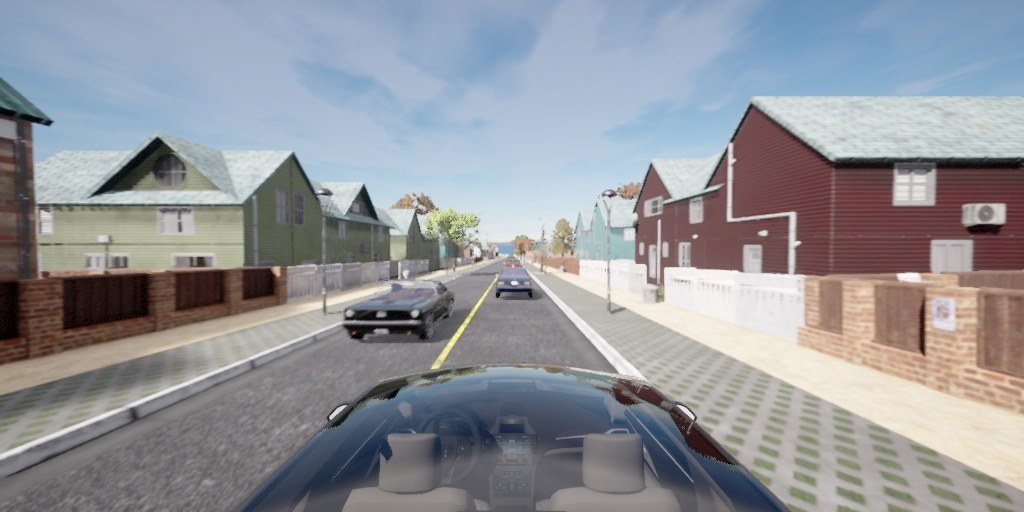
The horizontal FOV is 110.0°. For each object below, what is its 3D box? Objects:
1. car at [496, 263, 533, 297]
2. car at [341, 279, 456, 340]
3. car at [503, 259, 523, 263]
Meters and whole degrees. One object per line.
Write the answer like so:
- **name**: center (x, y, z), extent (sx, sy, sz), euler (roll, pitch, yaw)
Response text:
- **car**: center (0.105, 1.273, 18.824), extent (2.033, 1.411, 5.357), euler (0, 0, 0)
- **car**: center (-2.848, 1.338, 10.026), extent (1.895, 1.301, 4.718), euler (0, 0, 0)
- **car**: center (0.110, 1.054, 37.912), extent (2.097, 1.767, 4.553), euler (0, 0, 0)
